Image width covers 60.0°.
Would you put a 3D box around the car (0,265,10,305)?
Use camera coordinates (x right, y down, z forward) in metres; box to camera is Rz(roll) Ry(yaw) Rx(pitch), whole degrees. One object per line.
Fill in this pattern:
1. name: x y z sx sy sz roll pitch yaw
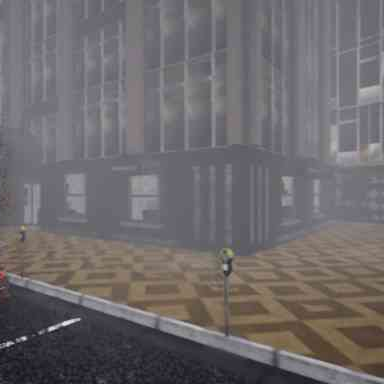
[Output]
1. car: -5.224 1.591 6.597 4.206 1.307 1.802 0 0 35
